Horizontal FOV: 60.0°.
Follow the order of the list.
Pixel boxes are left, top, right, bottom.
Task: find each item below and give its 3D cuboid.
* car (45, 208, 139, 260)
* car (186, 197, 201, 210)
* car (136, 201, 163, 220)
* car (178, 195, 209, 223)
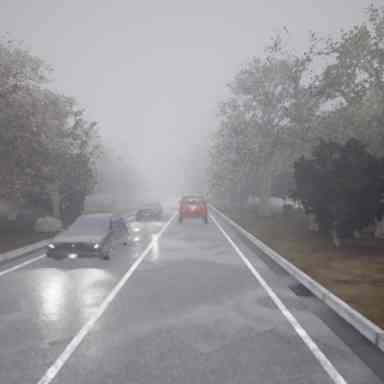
[{"bbox_3d":[-3.577,1.546,12.639,2.033,1.411,5.357,0,0,0],"label":"car"},{"bbox_3d":[0.156,1.469,44.887,1.882,1.535,5.008,0,0,0],"label":"car"},{"bbox_3d":[-3.455,1.506,27.863,1.837,1.490,4.892,0,0,0],"label":"car"},{"bbox_3d":[0.105,1.227,25.838,2.150,2.045,5.566,0,0,1],"label":"car"}]
